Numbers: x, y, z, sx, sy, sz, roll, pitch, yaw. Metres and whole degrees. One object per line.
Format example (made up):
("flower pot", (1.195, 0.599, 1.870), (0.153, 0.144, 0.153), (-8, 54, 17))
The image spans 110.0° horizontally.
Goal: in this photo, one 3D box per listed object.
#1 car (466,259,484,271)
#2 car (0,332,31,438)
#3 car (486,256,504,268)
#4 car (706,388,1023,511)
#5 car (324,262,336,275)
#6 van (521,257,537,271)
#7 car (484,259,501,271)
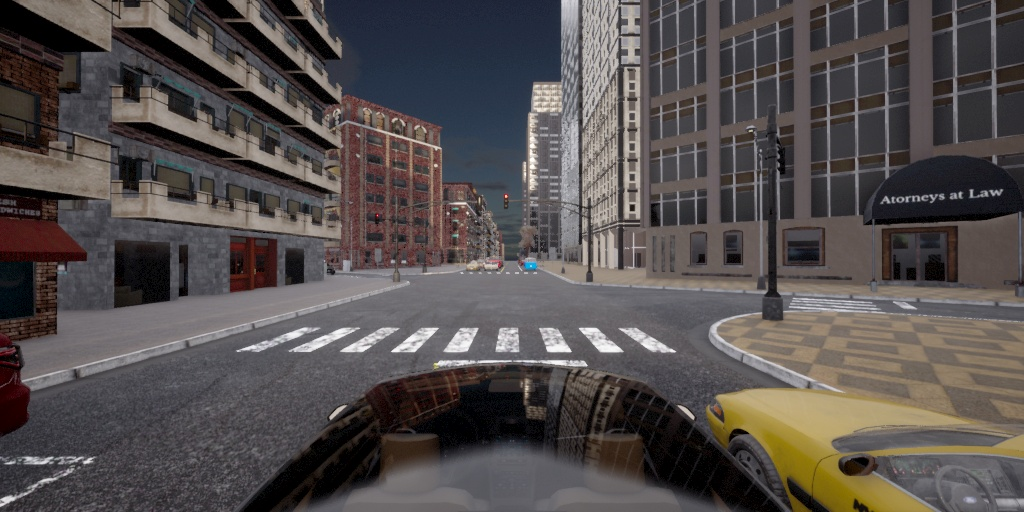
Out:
("car", (-5.337, 1.320, 49.908), (1.751, 1.417, 4.829), (0, 0, 0))
("car", (-5.314, 1.065, 1.078), (2.192, 1.841, 5.009), (0, 0, 0))
("car", (-2.858, 1.037, 59.699), (2.150, 2.045, 5.566), (0, 0, 0))
("car", (2.566, 1.275, 1.258), (1.751, 1.417, 4.829), (0, 0, 0))
("car", (-22.368, 1.456, 41.774), (4.892, 1.490, 1.837), (-1, -1, 41))
("van", (2.543, 1.136, 50.081), (1.690, 1.789, 3.998), (0, 0, 0))
("car", (-2.871, 1.396, 50.192), (1.895, 1.301, 4.718), (0, 0, -2))
